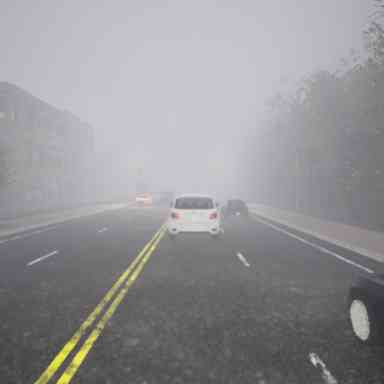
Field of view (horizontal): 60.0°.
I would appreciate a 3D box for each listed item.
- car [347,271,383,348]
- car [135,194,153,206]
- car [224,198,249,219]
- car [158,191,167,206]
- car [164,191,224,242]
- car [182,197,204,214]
[{"bbox_3d":[3.351,1.449,3.203,1.882,1.535,5.008,0,1,0],"label":"car"},{"bbox_3d":[-6.552,1.083,45.422,1.882,1.535,5.008,0,0,0],"label":"car"},{"bbox_3d":[3.355,1.276,26.671,1.837,1.490,4.892,0,1,0],"label":"car"},{"bbox_3d":[-3.300,0.829,45.452,2.150,2.045,5.566,0,0,1],"label":"car"},{"bbox_3d":[0.102,1.086,15.785,2.150,2.045,5.566,0,1,0],"label":"car"},{"bbox_3d":[0.078,1.259,33.332,2.033,1.411,5.357,0,1,0],"label":"car"}]
